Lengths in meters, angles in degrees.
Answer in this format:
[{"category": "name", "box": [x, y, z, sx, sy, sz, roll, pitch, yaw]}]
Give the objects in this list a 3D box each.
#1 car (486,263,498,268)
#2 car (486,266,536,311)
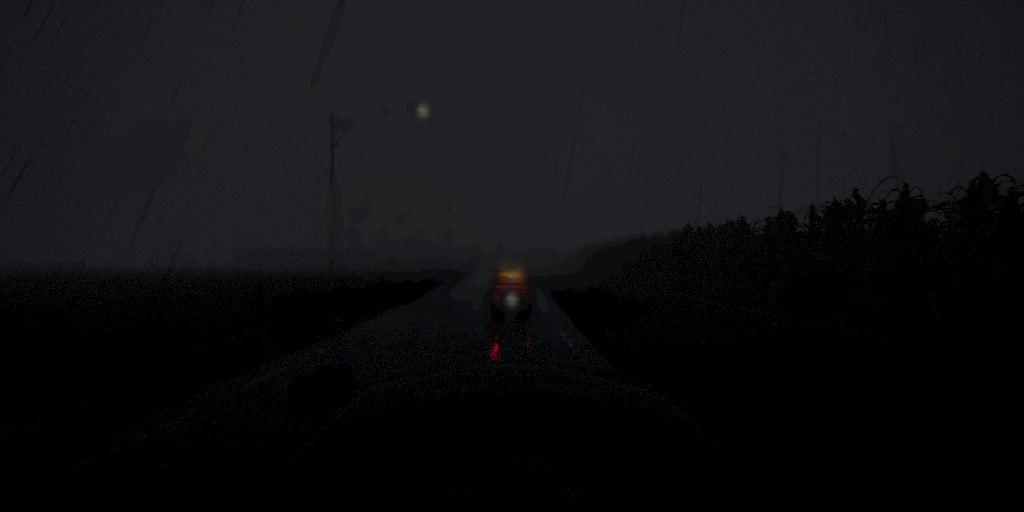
[{"category": "car", "box": [-2.782, 1.796, 52.819, 2.033, 1.411, 5.357, 0, -1, 0]}, {"category": "car", "box": [0.013, 1.381, 15.342, 2.128, 1.511, 4.902, 0, 0, 0]}]
